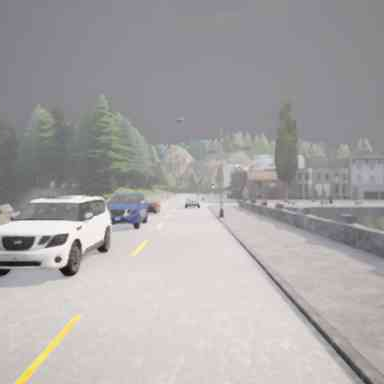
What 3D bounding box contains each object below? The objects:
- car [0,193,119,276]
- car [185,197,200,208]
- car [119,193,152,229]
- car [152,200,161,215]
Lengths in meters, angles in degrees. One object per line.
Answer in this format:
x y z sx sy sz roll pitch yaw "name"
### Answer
-4.089 1.160 10.479 2.150 2.045 5.566 0 0 0 "car"
0.080 1.349 42.987 1.895 1.301 4.718 0 0 0 "car"
-4.083 1.099 20.995 2.150 2.045 5.566 0 0 0 "car"
-4.075 1.415 31.800 1.895 1.301 4.718 0 0 0 "car"
